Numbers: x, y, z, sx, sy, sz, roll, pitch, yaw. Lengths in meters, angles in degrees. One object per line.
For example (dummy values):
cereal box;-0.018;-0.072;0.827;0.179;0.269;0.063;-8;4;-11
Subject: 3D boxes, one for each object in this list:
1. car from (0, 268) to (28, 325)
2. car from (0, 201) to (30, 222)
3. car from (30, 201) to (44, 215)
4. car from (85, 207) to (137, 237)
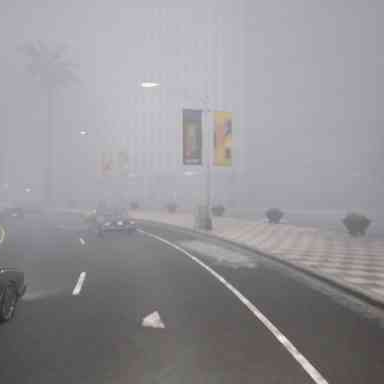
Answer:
car;-3.813;1.563;3.991;2.033;1.411;5.357;0;0;-8
car;-15.157;1.578;27.149;1.812;1.442;4.674;0;0;-43
car;-16.967;1.603;33.522;5.357;1.411;2.033;0;0;39
car;-4.572;1.553;18.238;2.033;1.411;5.357;0;0;-27
